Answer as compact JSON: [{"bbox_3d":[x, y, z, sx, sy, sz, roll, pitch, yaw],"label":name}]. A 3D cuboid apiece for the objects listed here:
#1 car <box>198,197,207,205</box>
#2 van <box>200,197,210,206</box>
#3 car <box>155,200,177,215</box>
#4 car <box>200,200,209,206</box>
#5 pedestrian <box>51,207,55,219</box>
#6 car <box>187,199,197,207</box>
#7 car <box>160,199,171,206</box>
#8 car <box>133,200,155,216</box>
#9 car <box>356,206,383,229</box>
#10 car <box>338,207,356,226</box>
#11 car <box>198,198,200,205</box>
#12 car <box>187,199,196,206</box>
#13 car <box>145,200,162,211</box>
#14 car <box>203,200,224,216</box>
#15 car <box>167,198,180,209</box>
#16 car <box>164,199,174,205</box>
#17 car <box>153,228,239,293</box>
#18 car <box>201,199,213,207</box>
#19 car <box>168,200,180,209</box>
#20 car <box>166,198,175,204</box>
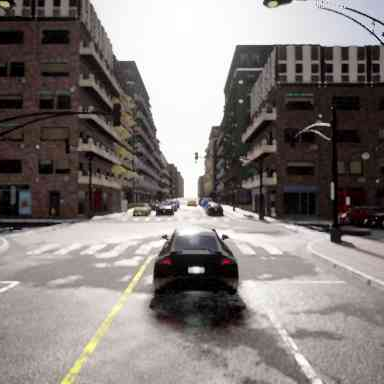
[{"bbox_3d":[2.617,2.255,83.821,2.192,1.841,5.009,1,-1,0],"label":"car"},{"bbox_3d":[2.647,1.962,55.609,1.690,1.788,3.998,1,-1,0],"label":"van"},{"bbox_3d":[-3.141,2.006,39.664,1.994,1.385,4.181,0,-1,0],"label":"car"},{"bbox_3d":[2.625,2.393,72.533,1.802,1.307,4.206,1,-1,0],"label":"car"},{"bbox_3d":[-12.571,1.923,30.099,0.500,1.100,0.500,0,-2,1],"label":"pedestrian"},{"bbox_3d":[0.026,2.249,68.939,1.882,1.535,5.008,0,-1,0],"label":"car"},{"bbox_3d":[-5.754,2.357,72.525,1.887,1.381,4.507,1,-1,0],"label":"car"},{"bbox_3d":[-5.717,1.955,38.501,1.752,1.417,4.829,1,-1,0],"label":"car"},{"bbox_3d":[15.083,1.896,24.269,4.892,1.490,1.837,0,-2,0],"label":"car"},{"bbox_3d":[13.613,1.897,26.878,4.097,1.590,1.967,0,-2,1],"label":"car"},{"bbox_3d":[2.632,2.275,67.062,1.752,1.417,4.829,1,-1,0],"label":"car"},{"bbox_3d":[-0.085,2.413,79.210,2.128,1.511,4.902,0,-1,0],"label":"car"},{"bbox_3d":[-5.729,1.998,49.957,1.967,1.590,4.097,1,-1,0],"label":"car"},{"bbox_3d":[2.662,1.997,38.681,1.947,1.339,4.313,1,-1,0],"label":"car"},{"bbox_3d":[-3.148,2.017,48.381,1.882,1.535,5.008,0,-1,0],"label":"car"},{"bbox_3d":[-5.767,2.491,83.809,2.008,1.369,4.403,1,-1,0],"label":"car"},{"bbox_3d":[0.090,1.667,9.145,1.994,1.385,4.181,0,-1,0],"label":"car"},{"bbox_3d":[2.656,2.045,44.323,2.008,1.369,4.403,1,-1,0],"label":"car"},{"bbox_3d":[-3.132,2.134,58.757,1.882,1.535,5.008,0,-1,0],"label":"car"},{"bbox_3d":[-5.771,2.444,89.453,1.967,1.590,4.097,1,-1,0],"label":"car"}]
